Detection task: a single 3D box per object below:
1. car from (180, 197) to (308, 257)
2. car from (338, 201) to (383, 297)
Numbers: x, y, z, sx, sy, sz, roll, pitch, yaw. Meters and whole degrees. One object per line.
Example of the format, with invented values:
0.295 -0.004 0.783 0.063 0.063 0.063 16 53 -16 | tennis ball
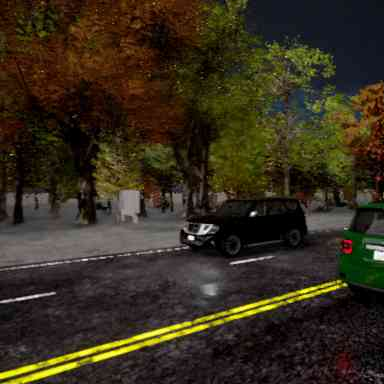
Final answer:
2.221 1.239 13.129 5.566 2.045 2.150 0 0 -35 | car
5.529 1.218 7.379 5.566 2.045 2.150 0 0 -35 | car
